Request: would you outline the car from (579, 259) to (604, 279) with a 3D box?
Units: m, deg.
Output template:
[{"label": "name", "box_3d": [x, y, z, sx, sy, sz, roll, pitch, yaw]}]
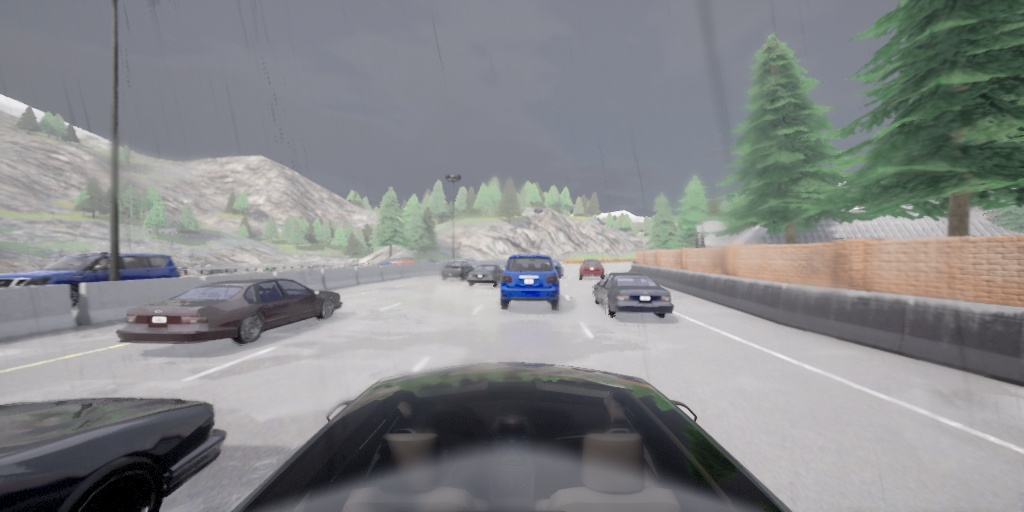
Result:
[{"label": "car", "box_3d": [7.066, 1.069, 31.826, 2.097, 1.767, 4.553, 0, 0, 12]}]

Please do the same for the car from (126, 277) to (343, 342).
[{"label": "car", "box_3d": [-6.625, 1.267, 9.389, 2.033, 1.411, 5.357, 0, 0, 3]}]

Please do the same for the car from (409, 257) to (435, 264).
[{"label": "car", "box_3d": [-12.727, 1.155, 52.915, 1.812, 1.442, 4.674, 0, 0, 18]}]

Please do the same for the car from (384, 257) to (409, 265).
[{"label": "car", "box_3d": [-16.296, 0.971, 53.254, 2.097, 1.767, 4.553, 0, 0, 18]}]

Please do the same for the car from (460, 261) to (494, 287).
[{"label": "car", "box_3d": [-1.547, 1.255, 24.138, 2.033, 1.411, 5.357, 0, 0, 9]}]

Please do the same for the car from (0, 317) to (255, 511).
[{"label": "car", "box_3d": [-3.374, 1.291, 0.584, 2.033, 1.411, 5.357, 0, 0, 0]}]

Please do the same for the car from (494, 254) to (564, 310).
[{"label": "car", "box_3d": [0.815, 0.951, 14.773, 2.150, 2.045, 5.566, 0, 0, 5]}]

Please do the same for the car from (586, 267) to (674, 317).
[{"label": "car", "box_3d": [4.154, 1.289, 13.092, 2.033, 1.411, 5.357, 0, 0, 5]}]

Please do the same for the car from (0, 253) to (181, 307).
[{"label": "car", "box_3d": [-16.941, 0.904, 14.722, 2.150, 2.045, 5.566, 0, 0, 5]}]

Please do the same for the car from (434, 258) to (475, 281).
[{"label": "car", "box_3d": [-4.185, 1.184, 29.156, 2.128, 1.511, 4.902, 0, 0, 10]}]

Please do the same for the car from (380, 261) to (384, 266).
[{"label": "car", "box_3d": [-18.793, 1.084, 56.857, 1.882, 1.535, 5.008, 0, 0, 19]}]

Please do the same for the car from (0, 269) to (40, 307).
[{"label": "car", "box_3d": [-20.566, 1.241, 12.725, 1.994, 1.385, 4.181, 0, 0, 4]}]
